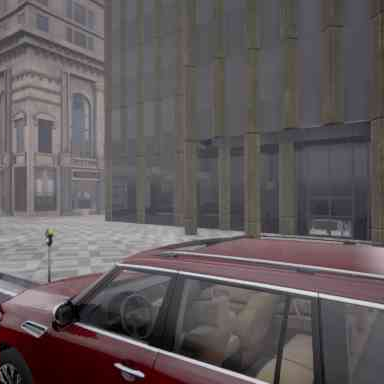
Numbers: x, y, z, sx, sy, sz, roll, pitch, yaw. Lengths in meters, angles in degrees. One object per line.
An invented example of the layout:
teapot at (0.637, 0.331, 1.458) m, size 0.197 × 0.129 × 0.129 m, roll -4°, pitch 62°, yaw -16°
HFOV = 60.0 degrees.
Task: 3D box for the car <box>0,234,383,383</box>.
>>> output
car at (0.246, 1.315, 2.798) m, size 5.009 × 1.841 × 2.192 m, roll 0°, pitch 0°, yaw 36°
